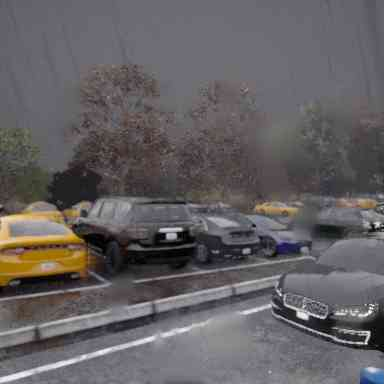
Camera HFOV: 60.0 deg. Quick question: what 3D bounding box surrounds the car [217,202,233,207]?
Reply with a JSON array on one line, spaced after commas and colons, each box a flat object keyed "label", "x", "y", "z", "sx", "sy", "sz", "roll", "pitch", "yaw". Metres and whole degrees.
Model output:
[{"label": "car", "x": 1.869, "y": 1.608, "z": 29.019, "sx": 2.231, "sy": 1.521, "sz": 4.892, "roll": 1, "pitch": 0, "yaw": -35}]

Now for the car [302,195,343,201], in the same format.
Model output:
[{"label": "car", "x": 13.173, "y": 1.394, "z": 36.955, "sx": 2.435, "sy": 2.045, "sz": 5.566, "roll": 0, "pitch": 1, "yaw": -35}]

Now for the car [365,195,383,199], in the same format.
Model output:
[{"label": "car", "x": 22.327, "y": 1.525, "z": 43.541, "sx": 1.946, "sy": 1.575, "sz": 5.366, "roll": -1, "pitch": 1, "yaw": -35}]

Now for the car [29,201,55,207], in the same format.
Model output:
[{"label": "car", "x": -9.675, "y": 1.340, "z": 21.188, "sx": 1.946, "sy": 1.575, "sz": 5.366, "roll": 2, "pitch": -1, "yaw": -35}]

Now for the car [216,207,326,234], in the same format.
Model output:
[{"label": "car", "x": 2.552, "y": 1.584, "z": 13.514, "sx": 2.163, "sy": 1.488, "sz": 4.792, "roll": 1, "pitch": 0, "yaw": -35}]

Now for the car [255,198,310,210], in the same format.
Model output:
[{"label": "car", "x": 8.722, "y": 1.653, "z": 33.588, "sx": 1.946, "sy": 1.575, "sz": 5.366, "roll": 0, "pitch": 0, "yaw": -35}]

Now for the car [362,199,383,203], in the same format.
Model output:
[{"label": "car", "x": 13.950, "y": 1.595, "z": 21.548, "sx": 2.185, "sy": 1.767, "sz": 4.553, "roll": 0, "pitch": 0, "yaw": -35}]

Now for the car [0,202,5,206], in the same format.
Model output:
[{"label": "car", "x": -11.874, "y": 1.290, "z": 19.461, "sx": 2.163, "sy": 1.488, "sz": 4.792, "roll": 2, "pitch": -1, "yaw": -35}]

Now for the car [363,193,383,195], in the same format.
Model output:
[{"label": "car", "x": 24.731, "y": 1.239, "z": 44.957, "sx": 2.435, "sy": 2.045, "sz": 5.566, "roll": -1, "pitch": 1, "yaw": -35}]

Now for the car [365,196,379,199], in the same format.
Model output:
[{"label": "car", "x": 20.052, "y": 1.569, "z": 41.720, "sx": 2.097, "sy": 1.535, "sz": 5.008, "roll": -1, "pitch": 1, "yaw": -35}]

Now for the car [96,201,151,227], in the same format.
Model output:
[{"label": "car", "x": -5.085, "y": 1.508, "z": 24.133, "sx": 2.163, "sy": 1.488, "sz": 4.792, "roll": 2, "pitch": -1, "yaw": -35}]

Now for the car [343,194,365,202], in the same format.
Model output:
[{"label": "car", "x": 17.747, "y": 1.477, "z": 40.154, "sx": 2.185, "sy": 1.767, "sz": 4.553, "roll": -1, "pitch": 1, "yaw": -35}]

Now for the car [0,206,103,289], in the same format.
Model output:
[{"label": "car", "x": -4.314, "y": 1.334, "z": 8.746, "sx": 2.097, "sy": 1.535, "sz": 5.008, "roll": 2, "pitch": -1, "yaw": -35}]

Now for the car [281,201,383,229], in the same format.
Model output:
[{"label": "car", "x": 7.131, "y": 1.521, "z": 16.709, "sx": 2.185, "sy": 1.767, "sz": 4.553, "roll": 1, "pitch": 0, "yaw": -35}]

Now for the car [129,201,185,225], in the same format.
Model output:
[{"label": "car", "x": -2.811, "y": 1.529, "z": 25.751, "sx": 2.097, "sy": 1.535, "sz": 5.008, "roll": 1, "pitch": 0, "yaw": -35}]

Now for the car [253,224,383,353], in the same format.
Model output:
[{"label": "car", "x": 3.580, "y": 1.565, "z": 6.228, "sx": 4.892, "sy": 1.490, "sz": 1.837, "roll": 1, "pitch": 0, "yaw": -35}]

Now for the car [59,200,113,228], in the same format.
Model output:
[{"label": "car", "x": -7.384, "y": 1.414, "z": 22.789, "sx": 1.946, "sy": 1.575, "sz": 5.366, "roll": 2, "pitch": -1, "yaw": -35}]

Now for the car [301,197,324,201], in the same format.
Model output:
[{"label": "car", "x": 10.900, "y": 1.654, "z": 35.341, "sx": 2.097, "sy": 1.535, "sz": 5.008, "roll": 0, "pitch": 0, "yaw": -35}]

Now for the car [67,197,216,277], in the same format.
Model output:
[{"label": "car", "x": -2.037, "y": 1.166, "z": 10.376, "sx": 2.435, "sy": 2.045, "sz": 5.566, "roll": 2, "pitch": -1, "yaw": -35}]

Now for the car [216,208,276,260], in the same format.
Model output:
[{"label": "car", "x": 0.262, "y": 1.492, "z": 11.941, "sx": 2.231, "sy": 1.521, "sz": 4.892, "roll": 2, "pitch": -1, "yaw": -35}]
